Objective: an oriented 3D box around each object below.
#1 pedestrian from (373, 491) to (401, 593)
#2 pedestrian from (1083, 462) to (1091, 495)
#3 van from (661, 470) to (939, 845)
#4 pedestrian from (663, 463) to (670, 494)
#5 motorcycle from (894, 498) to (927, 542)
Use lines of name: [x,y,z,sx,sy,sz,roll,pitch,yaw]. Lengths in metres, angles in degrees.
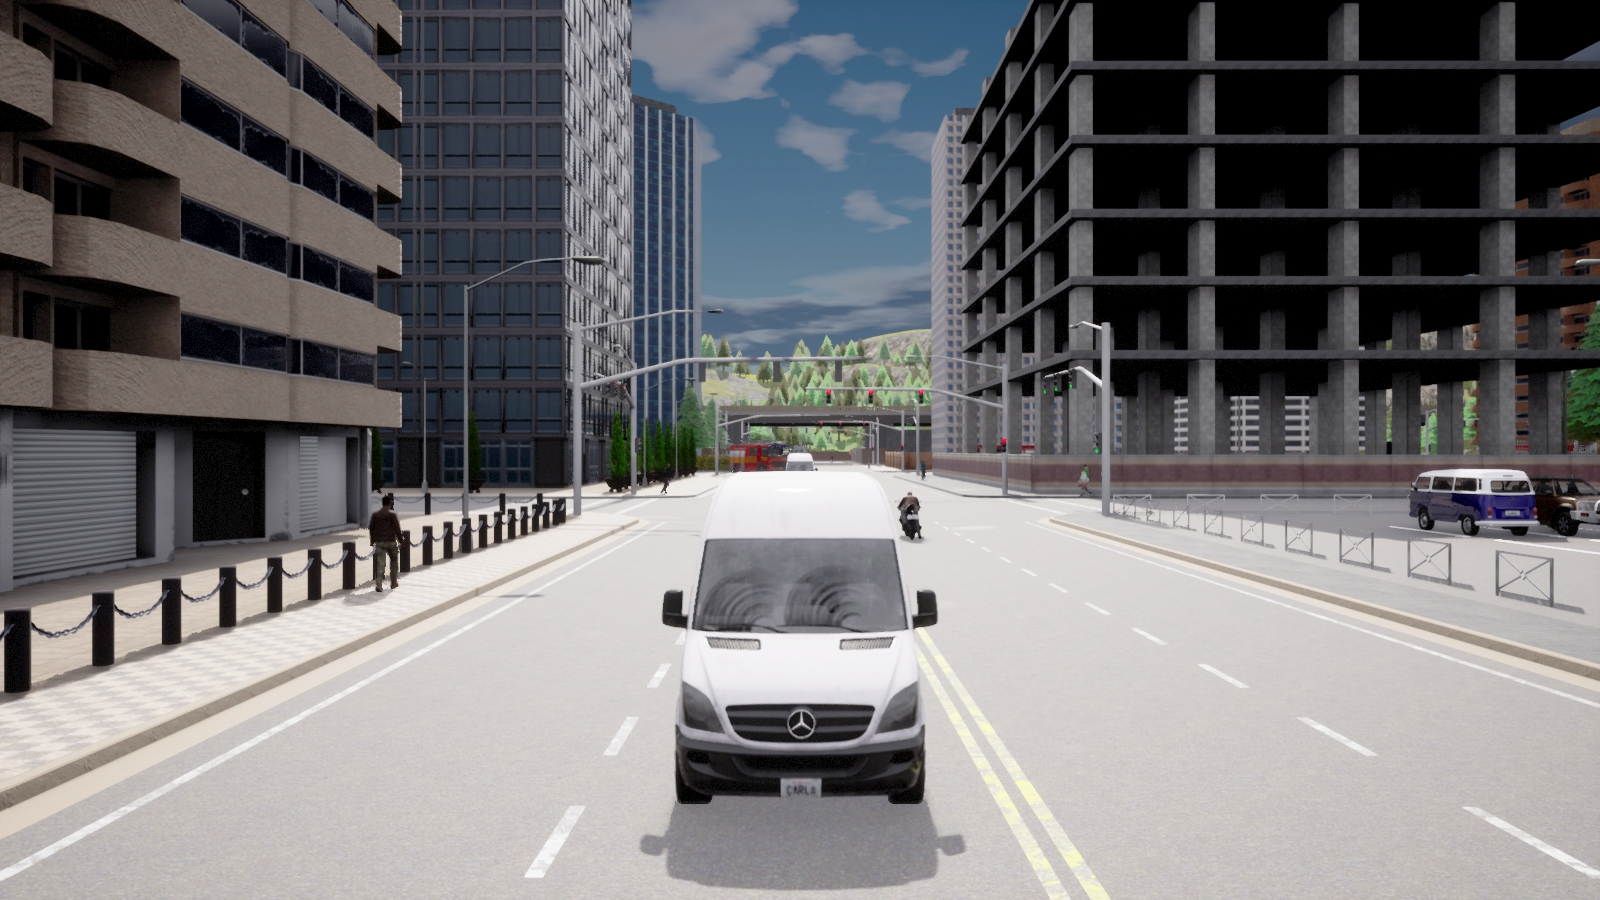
pedestrian: [-7.682,1.697,21.243,0.375,1.860,0.375,0,0,1]
pedestrian: [16.286,1.642,64.867,0.375,1.860,0.375,0,0,-2]
van: [-0.002,1.534,11.124,1.988,2.561,5.915,0,0,0]
pedestrian: [-7.944,1.695,67.800,0.375,1.860,0.375,0,0,2]
motorcycle: [3.505,2.205,36.422,0.867,1.251,2.209,0,0,0]
